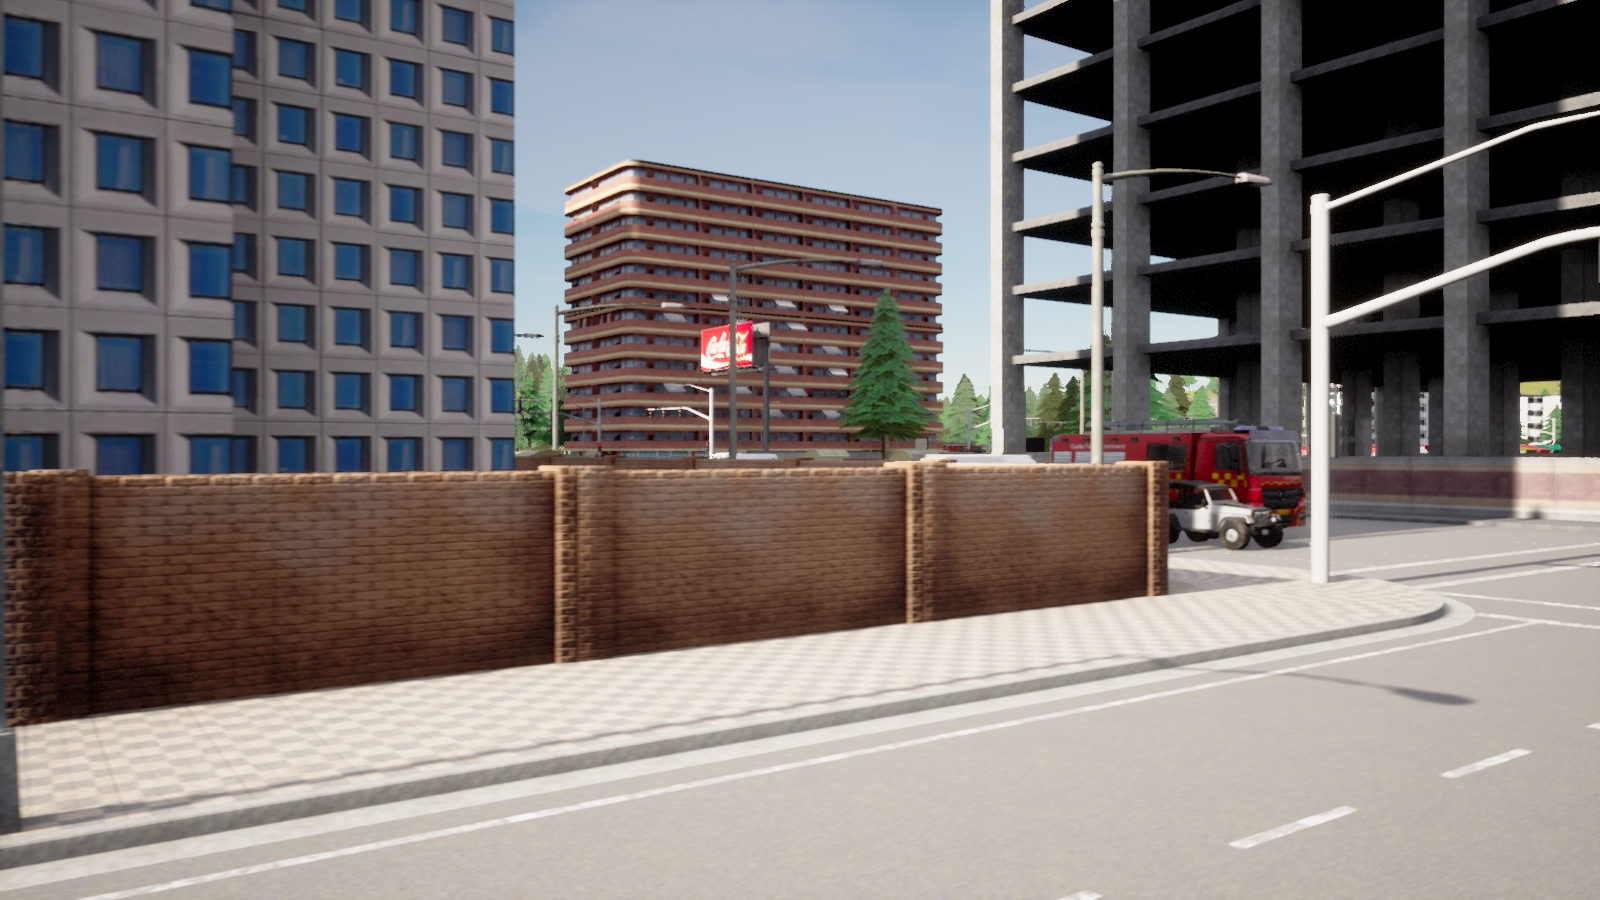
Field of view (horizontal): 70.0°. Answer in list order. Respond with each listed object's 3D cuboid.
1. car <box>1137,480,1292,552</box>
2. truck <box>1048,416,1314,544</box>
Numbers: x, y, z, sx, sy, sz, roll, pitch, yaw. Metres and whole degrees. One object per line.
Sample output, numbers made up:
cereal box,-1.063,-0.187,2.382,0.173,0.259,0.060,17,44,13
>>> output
car,12.047,1.858,33.398,1.905,1.878,3.866,0,0,-35
truck,12.502,0.891,38.451,2.891,3.827,8.468,0,0,-35
